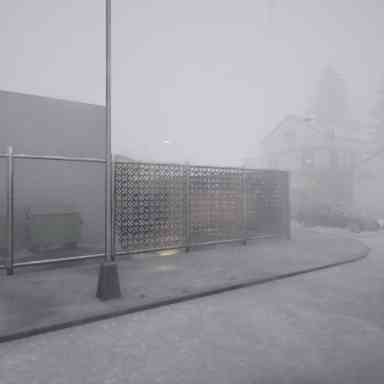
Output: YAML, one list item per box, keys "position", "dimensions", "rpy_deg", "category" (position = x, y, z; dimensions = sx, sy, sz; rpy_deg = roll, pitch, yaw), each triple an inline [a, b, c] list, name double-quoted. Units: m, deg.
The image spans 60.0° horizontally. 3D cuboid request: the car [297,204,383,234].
- position: [8.508, 1.491, 19.428]
  dimensions: [2.128, 1.511, 4.902]
  rpy_deg: [0, 0, -36]
  category: "car"
